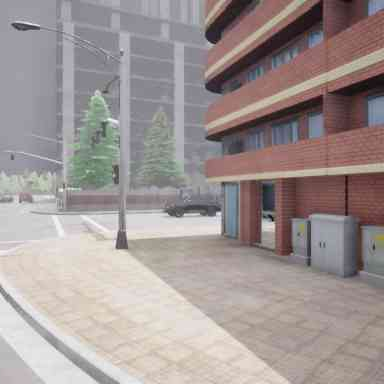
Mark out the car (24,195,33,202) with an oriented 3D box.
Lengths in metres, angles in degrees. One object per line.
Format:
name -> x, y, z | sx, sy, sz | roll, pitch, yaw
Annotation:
car -> -38.892, 1.524, 79.102 | 1.812, 1.442, 4.674 | 0, 0, -23

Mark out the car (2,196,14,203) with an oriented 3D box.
car -> -39.266, 1.525, 71.050 | 2.128, 1.511, 4.902 | 0, 0, -23

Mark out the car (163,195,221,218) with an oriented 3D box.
car -> 0.088, 1.277, 31.288 | 5.566, 2.045, 2.150 | 0, 0, -23

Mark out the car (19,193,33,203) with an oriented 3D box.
car -> -34.743, 1.225, 69.363 | 2.150, 2.045, 5.566 | 0, 0, -23
